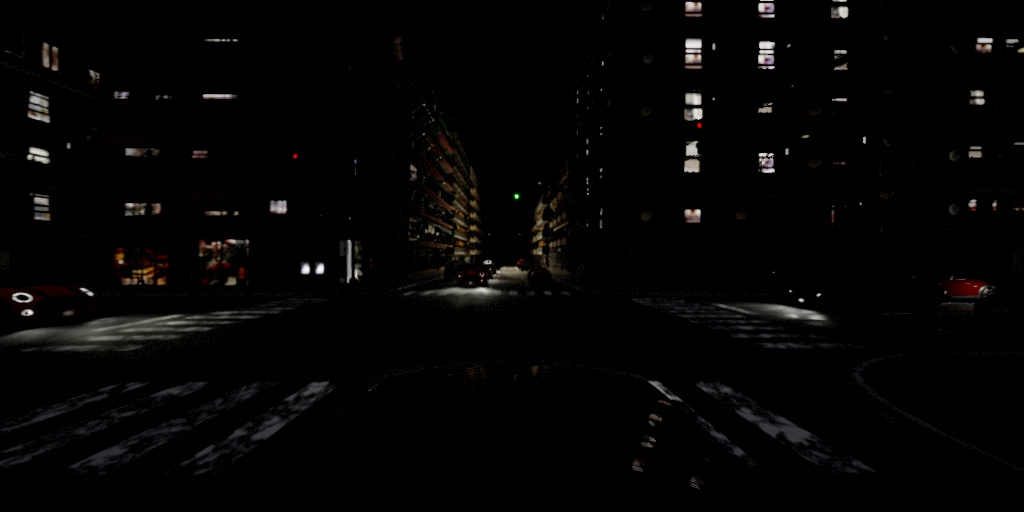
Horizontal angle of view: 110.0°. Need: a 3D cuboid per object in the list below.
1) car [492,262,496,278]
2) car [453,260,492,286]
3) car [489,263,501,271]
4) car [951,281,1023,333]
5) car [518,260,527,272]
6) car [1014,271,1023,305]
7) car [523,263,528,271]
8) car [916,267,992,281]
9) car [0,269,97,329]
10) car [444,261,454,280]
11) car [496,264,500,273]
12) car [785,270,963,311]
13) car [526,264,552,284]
[{"bbox_3d":[-3.008,1.613,37.948,1.837,1.490,4.892,0,-1,0],"label":"car"},{"bbox_3d":[-2.965,1.359,27.771,2.097,1.767,4.553,0,-1,0],"label":"car"},{"bbox_3d":[-3.027,1.990,63.471,1.895,1.301,4.718,0,-1,0],"label":"car"},{"bbox_3d":[14.689,1.448,9.231,4.313,1.339,1.948,0,0,-1],"label":"car"},{"bbox_3d":[2.310,1.859,58.174,1.888,1.381,4.507,0,0,0],"label":"car"},{"bbox_3d":[24.286,1.395,14.783,4.674,1.442,1.812,0,0,-1],"label":"car"},{"bbox_3d":[2.407,1.646,36.018,2.007,1.370,4.403,0,0,0],"label":"car"},{"bbox_3d":[20.169,1.301,17.187,4.097,1.591,1.967,0,0,-1],"label":"car"},{"bbox_3d":[-16.126,1.207,11.245,4.553,1.767,2.097,0,0,0],"label":"car"},{"bbox_3d":[-5.474,1.400,36.043,2.192,1.841,5.009,0,0,0],"label":"car"},{"bbox_3d":[-3.050,1.758,48.446,2.033,1.411,5.357,0,-1,0],"label":"car"},{"bbox_3d":[14.419,1.413,14.643,5.357,1.411,2.033,0,0,-1],"label":"car"},{"bbox_3d":[2.431,1.623,30.479,1.802,1.307,4.207,0,0,0],"label":"car"}]
